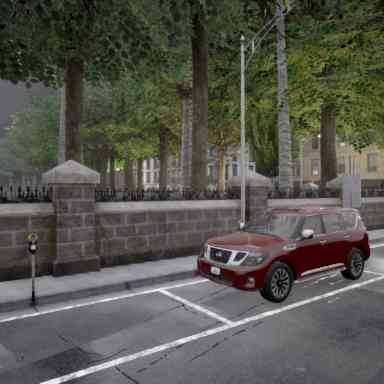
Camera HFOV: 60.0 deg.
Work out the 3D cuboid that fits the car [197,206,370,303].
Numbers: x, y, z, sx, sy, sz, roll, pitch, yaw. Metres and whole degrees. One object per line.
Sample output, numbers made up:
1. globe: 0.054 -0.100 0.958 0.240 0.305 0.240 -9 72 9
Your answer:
1. car: 2.523 1.314 8.391 5.009 1.841 2.192 0 0 -36
